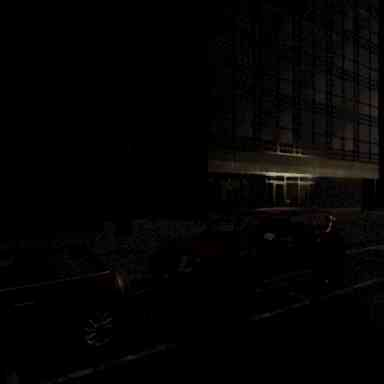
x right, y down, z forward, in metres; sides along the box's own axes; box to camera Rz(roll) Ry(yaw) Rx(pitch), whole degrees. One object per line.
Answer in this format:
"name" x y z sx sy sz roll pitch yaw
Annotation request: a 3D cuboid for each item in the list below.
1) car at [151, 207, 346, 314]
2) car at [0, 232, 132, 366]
"car" 1.561 1.308 7.762 5.009 1.841 2.192 0 0 -36
"car" -3.004 1.440 4.504 4.097 1.590 1.967 0 0 -36
